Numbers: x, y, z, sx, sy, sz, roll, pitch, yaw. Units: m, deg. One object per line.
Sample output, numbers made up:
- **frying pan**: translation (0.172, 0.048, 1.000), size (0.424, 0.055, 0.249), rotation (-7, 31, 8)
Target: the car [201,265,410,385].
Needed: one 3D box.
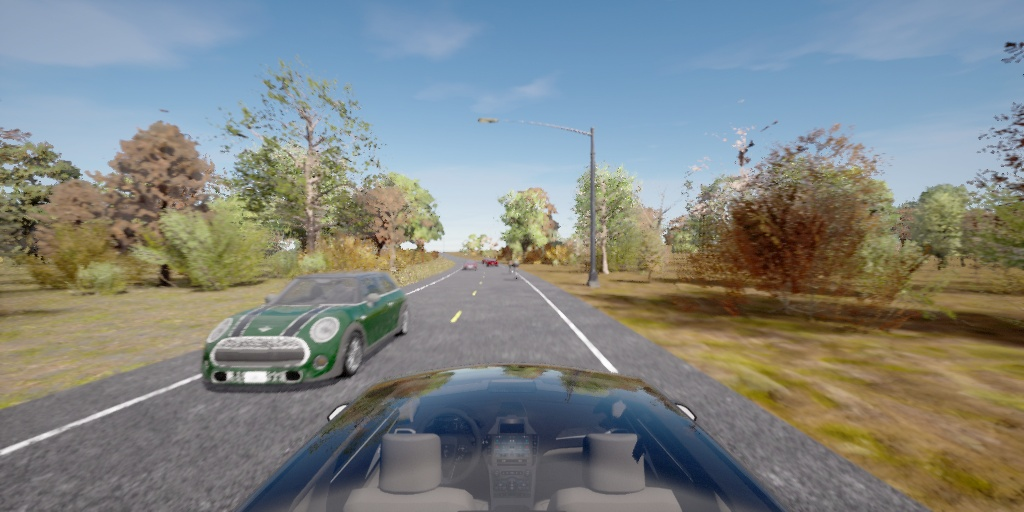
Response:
- **car**: translation (-3.641, 1.113, 7.305), size (2.097, 1.767, 4.553), rotation (0, 0, -1)

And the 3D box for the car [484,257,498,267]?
- **car**: translation (-3.576, 1.100, 64.346), size (1.882, 1.535, 5.008), rotation (0, 0, -6)

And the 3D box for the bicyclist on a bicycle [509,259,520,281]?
- **bicyclist on a bicycle**: translation (0.314, 1.082, 28.787), size (0.659, 1.776, 1.843), rotation (0, 0, -3)

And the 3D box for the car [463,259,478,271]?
- **car**: translation (-5.619, 1.206, 49.107), size (1.812, 1.442, 4.674), rotation (0, 0, -4)
